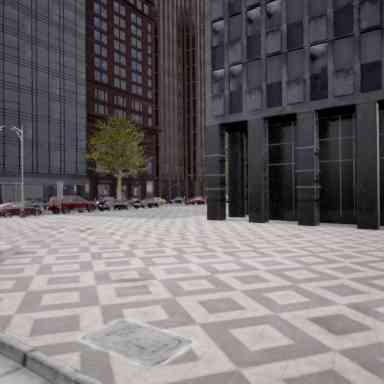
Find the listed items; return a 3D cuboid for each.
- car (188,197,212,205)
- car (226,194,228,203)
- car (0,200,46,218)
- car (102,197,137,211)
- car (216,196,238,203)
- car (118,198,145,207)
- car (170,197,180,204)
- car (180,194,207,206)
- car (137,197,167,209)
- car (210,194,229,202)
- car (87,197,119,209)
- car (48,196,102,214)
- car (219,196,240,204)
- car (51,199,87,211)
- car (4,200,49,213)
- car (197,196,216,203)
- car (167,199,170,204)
[{"bbox_3d":[1.477,1.539,58.265,1.895,1.301,4.718,-1,0,34],"label":"car"},{"bbox_3d":[3.826,1.222,57.145,2.192,1.841,5.009,-1,0,35],"label":"car"},{"bbox_3d":[-15.342,1.575,29.267,1.802,1.307,4.206,-1,0,35],"label":"car"},{"bbox_3d":[-8.952,1.524,38.559,1.947,1.339,4.313,-1,0,35],"label":"car"},{"bbox_3d":[7.139,1.469,66.496,2.033,1.411,5.357,-1,0,35],"label":"car"},{"bbox_3d":[-9.583,1.612,52.686,1.802,1.307,4.206,-1,0,35],"label":"car"},{"bbox_3d":[-3.192,1.573,61.980,1.947,1.339,4.313,-1,0,35],"label":"car"},{"bbox_3d":[0.632,1.462,52.498,1.887,1.381,4.507,-1,0,35],"label":"car"},{"bbox_3d":[-5.757,1.508,43.205,1.947,1.339,4.313,-1,0,35],"label":"car"},{"bbox_3d":[6.392,1.295,75.922,2.192,1.841,5.009,-1,0,35],"label":"car"},{"bbox_3d":[-12.780,1.483,48.039,1.967,1.590,4.097,-1,0,35],"label":"car"},{"bbox_3d":[-12.149,1.289,33.914,2.192,1.841,5.009,-1,0,35],"label":"car"},{"bbox_3d":[7.023,1.463,61.790,1.947,1.339,4.313,-1,0,35],"label":"car"},{"bbox_3d":[-15.974,1.641,43.393,1.802,1.307,4.206,-1,0,35],"label":"car"},{"bbox_3d":[-19.169,1.641,38.746,1.947,1.339,4.313,-1,0,35],"label":"car"},{"bbox_3d":[3.199,1.534,71.274,1.887,1.381,4.507,-1,0,35],"label":"car"},{"bbox_3d":[-6.484,1.544,57.192,1.752,1.417,4.829,-1,0,35],"label":"car"}]
